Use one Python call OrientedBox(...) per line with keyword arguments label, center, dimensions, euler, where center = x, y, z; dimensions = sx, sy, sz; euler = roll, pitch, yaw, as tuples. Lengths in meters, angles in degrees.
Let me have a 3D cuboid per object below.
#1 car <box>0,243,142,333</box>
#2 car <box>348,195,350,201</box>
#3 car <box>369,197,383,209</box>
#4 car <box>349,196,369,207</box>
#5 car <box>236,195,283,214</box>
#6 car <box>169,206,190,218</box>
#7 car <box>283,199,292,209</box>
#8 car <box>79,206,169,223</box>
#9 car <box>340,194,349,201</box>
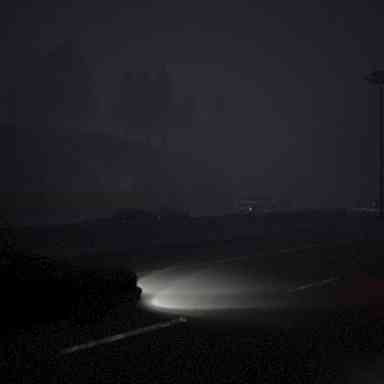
OrientedBox(label="car", center=(-3.561, 1.566, 5.403), dimensions=(5.357, 1.411, 2.033), euler=(0, 0, -36))
OrientedBox(label="car", center=(33.258, 1.692, 66.971), dimensions=(1.837, 1.490, 4.892), euler=(0, 0, 34))
OrientedBox(label="car", center=(27.297, 1.489, 47.436), dimensions=(2.097, 1.767, 4.553), euler=(0, 0, 41))
OrientedBox(label="car", center=(26.801, 1.630, 52.353), dimensions=(1.882, 1.535, 5.008), euler=(0, 0, 40))
OrientedBox(label="car", center=(7.274, 1.334, 36.659), dimensions=(5.566, 2.045, 2.150), euler=(1, 0, -43))
OrientedBox(label="car", center=(-2.537, 1.674, 23.867), dimensions=(4.718, 1.301, 1.895), euler=(0, 0, -37))
OrientedBox(label="car", center=(12.276, 1.664, 46.459), dimensions=(1.812, 1.442, 4.674), euler=(0, 0, 44))
OrientedBox(label="car", center=(-3.888, 1.583, 18.455), dimensions=(4.674, 1.442, 1.812), euler=(0, 0, -36))
OrientedBox(label="car", center=(36.520, 1.279, 78.992), dimensions=(2.097, 1.767, 4.553), euler=(0, 0, 31))
